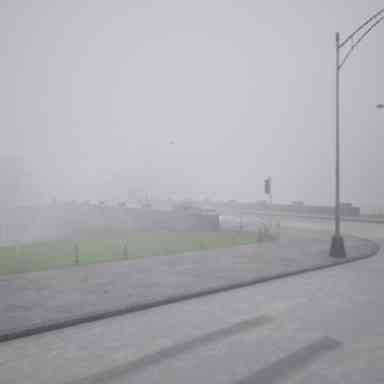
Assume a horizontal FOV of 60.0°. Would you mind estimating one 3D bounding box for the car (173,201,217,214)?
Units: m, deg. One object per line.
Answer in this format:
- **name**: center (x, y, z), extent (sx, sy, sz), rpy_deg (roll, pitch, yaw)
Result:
- **car**: center (0.169, 1.549, 32.548), extent (2.033, 1.411, 5.357), rpy_deg (0, 0, -36)
